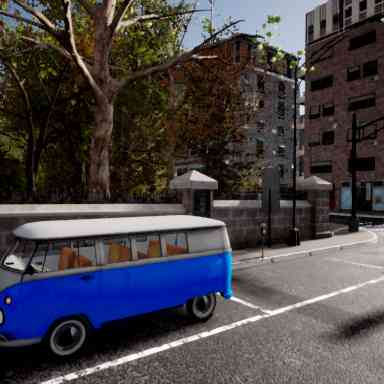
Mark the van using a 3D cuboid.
[{"bbox_3d":[-1.154,1.342,5.677,3.998,1.788,1.690,0,1,-36],"label":"van"}]
